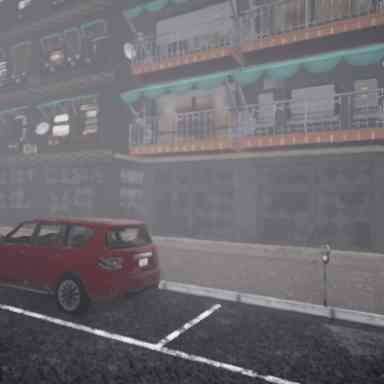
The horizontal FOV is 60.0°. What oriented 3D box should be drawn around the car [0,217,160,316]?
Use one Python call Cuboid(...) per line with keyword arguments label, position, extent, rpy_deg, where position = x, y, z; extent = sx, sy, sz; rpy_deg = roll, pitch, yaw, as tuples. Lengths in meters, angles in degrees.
Cuboid(label="car", position=(-3.105, 1.494, 7.868), extent=(5.009, 1.841, 2.192), rpy_deg=(0, -2, 28))
